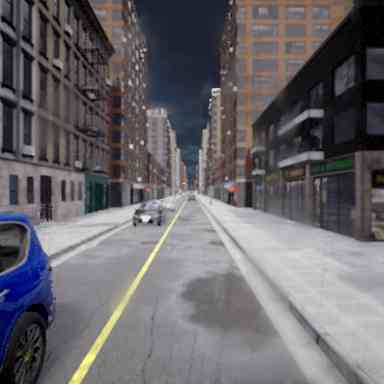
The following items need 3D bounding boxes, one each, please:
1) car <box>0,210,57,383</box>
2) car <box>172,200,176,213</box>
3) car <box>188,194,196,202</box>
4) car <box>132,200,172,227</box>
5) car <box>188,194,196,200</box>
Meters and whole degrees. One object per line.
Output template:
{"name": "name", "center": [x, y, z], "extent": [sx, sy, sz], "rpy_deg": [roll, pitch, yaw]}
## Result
{"name": "car", "center": [-2.850, 1.220, 2.157], "extent": [2.150, 2.045, 5.566], "rpy_deg": [0, 0, 0]}
{"name": "car", "center": [-2.763, 1.532, 36.822], "extent": [1.895, 1.301, 4.718], "rpy_deg": [0, 0, 0]}
{"name": "car", "center": [-0.028, 1.377, 73.967], "extent": [2.033, 1.411, 5.357], "rpy_deg": [0, 0, 0]}
{"name": "car", "center": [-2.795, 1.446, 22.544], "extent": [2.128, 1.511, 4.902], "rpy_deg": [0, 0, 0]}
{"name": "car", "center": [-0.032, 1.185, 84.387], "extent": [1.812, 1.442, 4.674], "rpy_deg": [0, 0, 0]}
